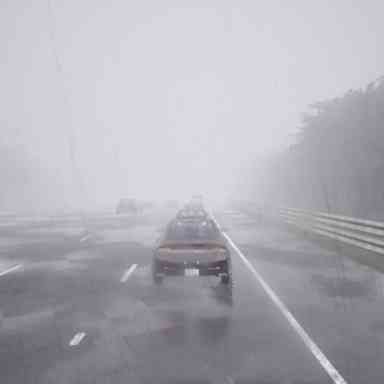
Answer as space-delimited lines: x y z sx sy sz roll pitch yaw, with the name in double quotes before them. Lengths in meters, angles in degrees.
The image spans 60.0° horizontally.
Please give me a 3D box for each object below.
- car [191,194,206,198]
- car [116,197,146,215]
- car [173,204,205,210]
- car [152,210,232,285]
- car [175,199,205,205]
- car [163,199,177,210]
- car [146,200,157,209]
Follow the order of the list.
"car" 0.805 1.353 47.873 2.150 2.045 5.566 0 -1 3
"car" -6.606 1.442 35.718 2.097 1.767 4.553 0 0 2
"car" 0.005 1.612 19.041 1.895 1.301 4.718 0 0 0
"car" -0.003 1.489 9.462 2.128 1.511 4.902 0 0 0
"car" 0.067 1.566 26.202 2.033 1.411 5.357 0 0 1
"car" -2.788 1.675 45.327 2.033 1.411 5.357 0 0 2
"car" -6.200 1.762 47.655 1.895 1.301 4.718 0 0 2
